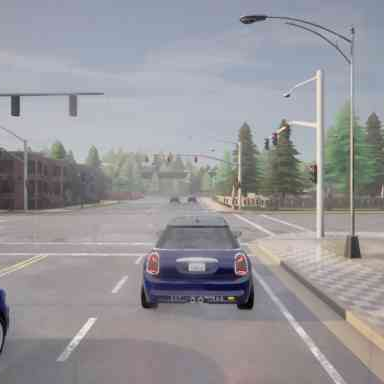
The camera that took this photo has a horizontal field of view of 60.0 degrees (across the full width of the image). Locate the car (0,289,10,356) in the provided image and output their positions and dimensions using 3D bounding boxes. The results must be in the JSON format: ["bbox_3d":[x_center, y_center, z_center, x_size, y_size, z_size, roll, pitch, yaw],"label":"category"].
[{"bbox_3d":[-3.442,1.478,2.563,1.882,1.535,5.008,0,0,0],"label":"car"}]

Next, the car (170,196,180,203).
[{"bbox_3d":[-3.495,1.505,68.307,1.837,1.490,4.892,0,0,0],"label":"car"}]

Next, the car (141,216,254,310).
[{"bbox_3d":[0.155,1.352,8.018,2.097,1.767,4.553,0,0,2],"label":"car"}]

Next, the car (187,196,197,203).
[{"bbox_3d":[0.005,1.505,68.306,1.837,1.490,4.892,0,0,0],"label":"car"}]
